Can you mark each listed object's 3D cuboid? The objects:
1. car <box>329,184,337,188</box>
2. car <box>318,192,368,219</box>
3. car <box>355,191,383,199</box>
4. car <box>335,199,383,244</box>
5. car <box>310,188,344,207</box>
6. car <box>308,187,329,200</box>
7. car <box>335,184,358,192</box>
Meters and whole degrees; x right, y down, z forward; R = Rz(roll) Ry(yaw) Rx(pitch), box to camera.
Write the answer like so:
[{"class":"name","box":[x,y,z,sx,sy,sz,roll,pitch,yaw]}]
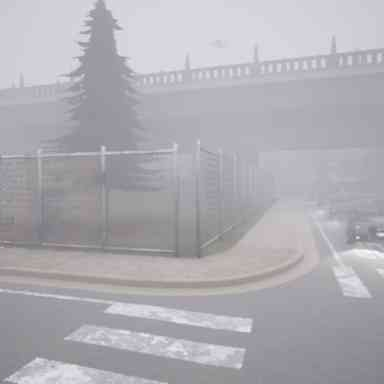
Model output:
[{"class":"car","box":[23.795,-0.277,54.334,2.150,2.045,5.566,0,2,-6]},{"class":"car","box":[9.720,0.942,21.860,2.033,1.411,5.357,0,1,17]},{"class":"car","box":[15.216,0.815,27.805,1.895,1.301,4.718,0,1,17]},{"class":"car","box":[6.977,1.195,13.041,1.994,1.385,4.181,0,2,18]},{"class":"car","box":[12.715,0.627,31.546,2.128,1.511,4.902,0,1,17]},{"class":"car","box":[15.537,0.400,41.360,1.812,1.442,4.674,0,1,14]},{"class":"car","box":[18.428,0.273,38.764,2.097,1.767,4.553,0,2,16]}]
